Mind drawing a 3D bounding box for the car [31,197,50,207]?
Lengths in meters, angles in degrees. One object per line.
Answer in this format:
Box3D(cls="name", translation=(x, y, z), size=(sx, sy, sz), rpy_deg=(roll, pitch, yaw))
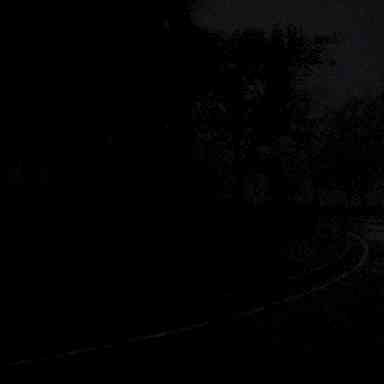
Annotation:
Box3D(cls="car", translation=(-15.951, 0.990, 38.465), size=(4.892, 1.490, 1.837), rpy_deg=(0, -1, -18))
